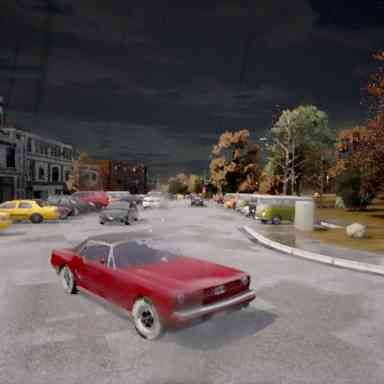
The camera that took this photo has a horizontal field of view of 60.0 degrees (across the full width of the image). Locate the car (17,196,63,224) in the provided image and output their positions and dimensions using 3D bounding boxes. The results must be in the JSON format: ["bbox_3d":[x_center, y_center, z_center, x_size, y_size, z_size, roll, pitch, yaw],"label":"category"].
[{"bbox_3d":[-11.317,1.216,21.255,5.366,1.575,1.946,0,0,-19],"label":"car"}]

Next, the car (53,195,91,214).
[{"bbox_3d":[-11.053,1.205,27.184,4.892,1.521,2.231,0,0,-19],"label":"car"}]

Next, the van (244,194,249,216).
[{"bbox_3d":[6.862,1.292,26.871,4.442,1.987,1.878,2,0,-19],"label":"van"}]

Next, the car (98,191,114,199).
[{"bbox_3d":[-11.005,0.940,33.037,5.566,2.045,2.435,0,0,-19],"label":"car"}]

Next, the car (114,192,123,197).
[{"bbox_3d":[-10.869,1.059,38.923,4.553,1.767,2.185,0,0,-19],"label":"car"}]

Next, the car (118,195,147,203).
[{"bbox_3d":[-10.589,1.232,59.462,4.792,1.488,2.163,0,0,-19],"label":"car"}]

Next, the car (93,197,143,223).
[{"bbox_3d":[-4.812,1.346,22.397,1.837,1.490,4.892,1,0,1],"label":"car"}]

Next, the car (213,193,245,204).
[{"bbox_3d":[7.257,1.271,65.087,5.566,2.045,2.435,2,0,-19],"label":"car"}]

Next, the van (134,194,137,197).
[{"bbox_3d":[-10.669,0.960,47.759,4.442,1.987,1.878,0,0,-19],"label":"van"}]

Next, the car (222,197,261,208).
[{"bbox_3d":[7.024,1.496,47.437,4.892,1.521,2.231,2,0,-19],"label":"car"}]

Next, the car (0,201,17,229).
[{"bbox_3d":[-11.400,1.235,15.395,5.366,1.575,1.946,0,0,-19],"label":"car"}]

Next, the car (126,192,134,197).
[{"bbox_3d":[-10.812,1.184,44.782,5.008,1.535,2.097,0,0,-19],"label":"car"}]

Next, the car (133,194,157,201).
[{"bbox_3d":[-10.421,1.231,74.119,4.892,1.521,2.231,0,0,-19],"label":"car"}]

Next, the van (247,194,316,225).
[{"bbox_3d":[6.603,1.293,23.841,4.442,1.987,1.878,2,0,-19],"label":"van"}]

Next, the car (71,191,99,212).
[{"bbox_3d":[-11.053,1.070,30.115,4.553,1.767,2.185,0,0,-19],"label":"car"}]

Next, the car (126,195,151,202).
[{"bbox_3d":[-10.538,1.254,65.318,4.674,1.452,2.002,0,0,-19],"label":"car"}]

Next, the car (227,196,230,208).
[{"bbox_3d":[6.905,1.534,38.608,4.674,1.452,2.002,2,0,-19],"label":"car"}]

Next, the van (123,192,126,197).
[{"bbox_3d":[-10.966,0.958,41.807,4.442,1.987,1.878,0,0,-19],"label":"van"}]

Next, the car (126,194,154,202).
[{"bbox_3d":[-10.667,1.215,68.185,5.366,1.575,1.946,0,0,-19],"label":"car"}]

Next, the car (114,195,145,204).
[{"bbox_3d":[-10.663,1.198,56.516,4.892,1.521,2.231,0,0,-19],"label":"car"}]

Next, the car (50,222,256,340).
[{"bbox_3d":[-1.087,1.560,6.718,1.895,1.301,4.718,1,0,-43],"label":"car"}]

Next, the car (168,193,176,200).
[{"bbox_3d":[-4.237,0.937,56.267,1.837,1.490,4.892,1,0,1],"label":"car"}]

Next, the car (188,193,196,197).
[{"bbox_3d":[0.841,1.413,62.444,2.128,1.511,4.902,1,0,1],"label":"car"}]

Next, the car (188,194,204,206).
[{"bbox_3d":[0.798,1.431,52.172,1.812,1.442,4.674,1,0,1],"label":"car"}]

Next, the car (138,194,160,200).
[{"bbox_3d":[-10.331,1.242,79.981,4.892,1.521,2.231,0,0,-19],"label":"car"}]

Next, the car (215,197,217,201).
[{"bbox_3d":[7.260,1.548,62.169,4.792,1.488,2.163,2,0,-19],"label":"car"}]

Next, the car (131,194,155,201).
[{"bbox_3d":[-10.457,1.265,71.186,4.674,1.452,2.002,0,0,-19],"label":"car"}]

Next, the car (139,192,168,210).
[{"bbox_3d":[-4.552,1.030,40.458,2.150,2.045,5.566,1,0,1],"label":"car"}]

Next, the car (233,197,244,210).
[{"bbox_3d":[6.830,1.542,32.714,4.674,1.452,2.002,2,0,-19],"label":"car"}]

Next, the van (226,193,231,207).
[{"bbox_3d":[7.066,1.272,41.589,4.442,1.987,1.878,2,0,-19],"label":"van"}]

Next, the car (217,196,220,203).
[{"bbox_3d":[7.139,1.533,53.335,4.792,1.488,2.163,2,0,-19],"label":"car"}]

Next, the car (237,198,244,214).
[{"bbox_3d":[6.791,1.547,29.769,4.674,1.452,2.002,2,0,-19],"label":"car"}]

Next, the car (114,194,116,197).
[{"bbox_3d":[-10.942,1.228,35.986,4.674,1.452,2.002,0,0,-19],"label":"car"}]

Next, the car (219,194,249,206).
[{"bbox_3d":[7.129,1.380,56.259,4.553,1.767,2.185,2,0,-19],"label":"car"}]

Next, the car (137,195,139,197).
[{"bbox_3d":[-10.727,1.067,53.576,4.553,1.767,2.185,0,0,-19],"label":"car"}]

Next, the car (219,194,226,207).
[{"bbox_3d":[6.816,1.486,44.429,5.366,1.575,1.946,2,0,-19],"label":"car"}]

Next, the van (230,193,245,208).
[{"bbox_3d":[6.768,1.269,35.616,4.442,1.987,1.878,2,0,-19],"label":"van"}]

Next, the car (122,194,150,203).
[{"bbox_3d":[-10.586,1.209,62.388,4.892,1.521,2.231,0,0,-19],"label":"car"}]

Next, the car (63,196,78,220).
[{"bbox_3d":[-11.069,1.241,24.257,4.792,1.488,2.163,0,0,-19],"label":"car"}]
